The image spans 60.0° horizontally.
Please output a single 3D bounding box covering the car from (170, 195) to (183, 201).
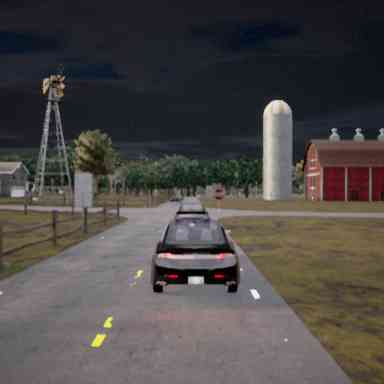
[{"bbox_3d":[-2.983,1.335,60.175,1.895,1.301,4.718,0,0,0],"label":"car"}]

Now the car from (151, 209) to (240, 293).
[{"bbox_3d":[0.062,1.421,8.631,2.128,1.511,4.902,0,0,0],"label":"car"}]

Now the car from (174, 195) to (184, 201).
[{"bbox_3d":[-2.965,1.304,75.392,1.994,1.385,4.181,0,0,0],"label":"car"}]

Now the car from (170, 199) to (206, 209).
[{"bbox_3d":[0.009,1.354,18.613,2.128,1.511,4.902,0,0,0],"label":"car"}]
